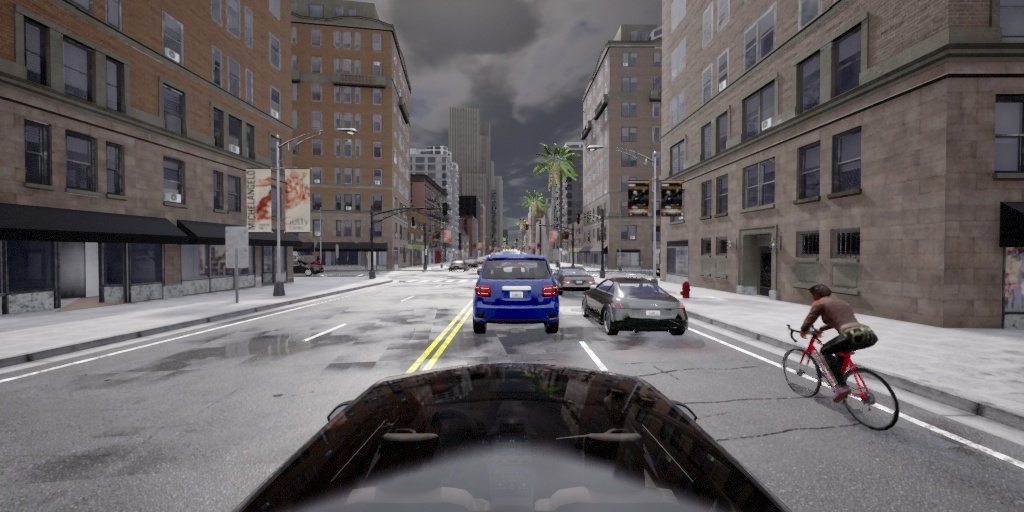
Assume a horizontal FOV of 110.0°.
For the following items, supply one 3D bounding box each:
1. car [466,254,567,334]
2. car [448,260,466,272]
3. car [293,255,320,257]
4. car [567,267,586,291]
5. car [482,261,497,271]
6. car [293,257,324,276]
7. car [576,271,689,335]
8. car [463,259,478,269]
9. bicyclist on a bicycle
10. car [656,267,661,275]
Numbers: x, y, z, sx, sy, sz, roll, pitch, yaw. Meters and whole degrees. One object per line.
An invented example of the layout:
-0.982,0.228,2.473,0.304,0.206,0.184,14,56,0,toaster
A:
0.090,0.970,10.799,2.150,2.045,5.566,0,0,0,car
-6.655,1.235,44.764,1.994,1.385,4.181,0,-1,0,car
-23.947,0.838,40.041,5.009,1.841,2.192,0,0,-9,car
3.225,1.295,19.699,2.033,1.411,5.357,0,0,0,car
-3.147,1.348,49.762,1.895,1.301,4.718,0,0,-4,car
-20.914,1.125,34.659,4.892,1.490,1.837,1,1,-9,car
3.322,1.313,10.466,1.994,1.385,4.181,0,0,0,car
-6.663,1.224,58.300,1.882,1.535,5.008,0,0,0,car
4.139,1.202,4.658,0.582,1.620,1.656,0,0,0,bicyclist on a bicycle
16.163,1.514,34.601,4.313,1.339,1.948,0,0,0,car
